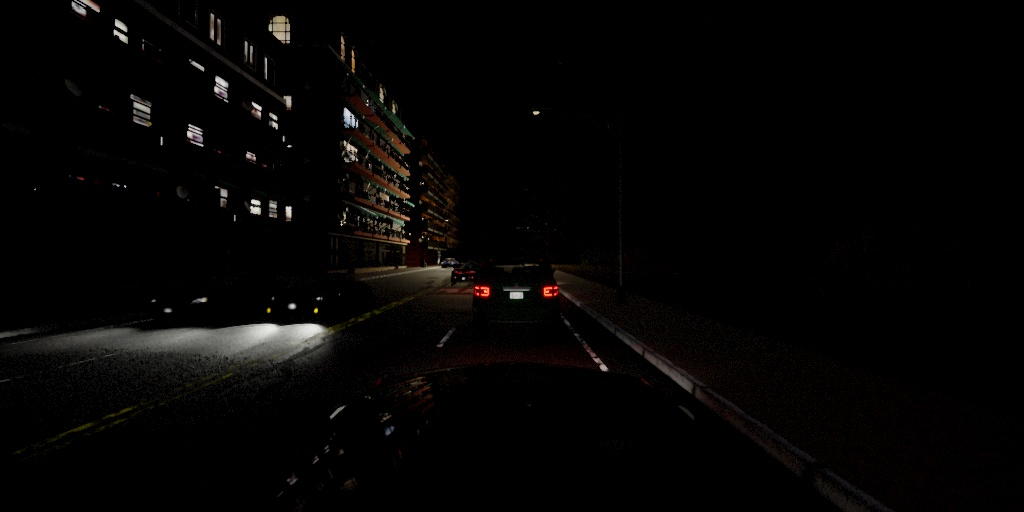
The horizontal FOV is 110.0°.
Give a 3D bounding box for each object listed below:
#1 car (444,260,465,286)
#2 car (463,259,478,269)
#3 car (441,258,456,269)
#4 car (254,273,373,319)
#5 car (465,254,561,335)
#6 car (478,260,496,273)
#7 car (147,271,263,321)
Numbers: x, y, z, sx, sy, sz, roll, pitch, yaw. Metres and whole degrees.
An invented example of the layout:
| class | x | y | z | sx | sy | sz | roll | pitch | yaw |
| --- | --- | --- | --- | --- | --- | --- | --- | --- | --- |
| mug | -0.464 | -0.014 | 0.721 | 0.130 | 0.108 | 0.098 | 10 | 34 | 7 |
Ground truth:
| class | x | y | z | sx | sy | sz | roll | pitch | yaw |
| --- | --- | --- | --- | --- | --- | --- | --- | --- | --- |
| car | -3.086 | 1.242 | 25.355 | 2.128 | 1.511 | 4.902 | 0 | 0 | 0 |
| car | -6.442 | 1.275 | 55.654 | 1.812 | 1.442 | 4.674 | 0 | 0 | 0 |
| car | -9.690 | 1.102 | 55.774 | 2.097 | 1.767 | 4.553 | 0 | 0 | 0 |
| car | -6.570 | 1.315 | 12.709 | 1.994 | 1.385 | 4.181 | 0 | 0 | 0 |
| car | 0.118 | 0.973 | 10.673 | 2.150 | 2.045 | 5.566 | 0 | 0 | 0 |
| car | -3.032 | 1.229 | 44.094 | 1.882 | 1.535 | 5.008 | 0 | -1 | 0 |
| car | -9.809 | 1.277 | 12.548 | 1.812 | 1.442 | 4.674 | 0 | 0 | 0 |
